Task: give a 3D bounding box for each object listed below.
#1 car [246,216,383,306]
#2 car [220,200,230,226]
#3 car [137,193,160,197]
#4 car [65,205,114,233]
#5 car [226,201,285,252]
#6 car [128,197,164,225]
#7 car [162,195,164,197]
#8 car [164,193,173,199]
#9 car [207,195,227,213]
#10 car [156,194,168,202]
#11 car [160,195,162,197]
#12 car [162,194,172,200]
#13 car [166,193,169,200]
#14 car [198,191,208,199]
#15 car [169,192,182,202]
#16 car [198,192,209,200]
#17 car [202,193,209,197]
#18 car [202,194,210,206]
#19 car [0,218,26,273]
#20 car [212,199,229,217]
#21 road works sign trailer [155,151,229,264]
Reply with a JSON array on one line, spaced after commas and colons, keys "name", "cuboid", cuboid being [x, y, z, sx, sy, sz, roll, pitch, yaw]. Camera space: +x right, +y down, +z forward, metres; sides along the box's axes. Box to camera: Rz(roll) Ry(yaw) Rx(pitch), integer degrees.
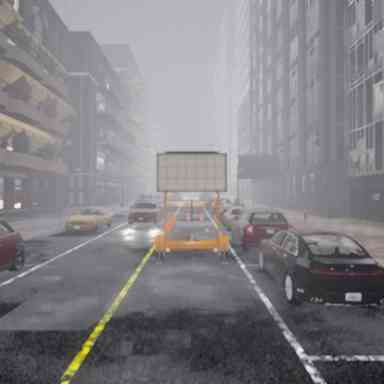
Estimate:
[{"name": "car", "cuboid": [2.700, 1.506, 7.734, 2.008, 1.369, 4.403, 1, 0, 0]}, {"name": "car", "cuboid": [2.698, 1.414, 19.207, 1.752, 1.417, 4.829, 1, 0, 0]}, {"name": "car", "cuboid": [-5.683, 1.064, 41.642, 2.192, 1.841, 5.009, 1, 0, 0]}, {"name": "car", "cuboid": [-5.682, 1.415, 18.867, 1.752, 1.417, 4.829, 1, 0, 0]}, {"name": "car", "cuboid": [2.700, 1.362, 13.386, 1.967, 1.590, 4.097, 1, 0, 0]}, {"name": "car", "cuboid": [-3.105, 1.344, 22.835, 1.882, 1.535, 5.008, 0, 0, 0]}, {"name": "car", "cuboid": [-5.688, 1.117, 52.944, 1.967, 1.590, 4.097, 1, 0, 0]}, {"name": "car", "cuboid": [-5.695, 1.019, 81.032, 1.752, 1.417, 4.829, 1, 0, 0]}, {"name": "car", "cuboid": [2.696, 1.261, 30.338, 1.967, 1.590, 4.097, 1, 0, 0]}, {"name": "car", "cuboid": [-5.692, 1.170, 64.248, 1.947, 1.339, 4.313, 1, 0, 0]}, {"name": "car", "cuboid": [-5.688, 1.239, 47.124, 1.752, 1.417, 4.829, 1, 0, 0]}, {"name": "car", "cuboid": [-5.694, 1.075, 75.552, 1.887, 1.381, 4.507, 1, 0, 0]}, {"name": "car", "cuboid": [-5.691, 1.186, 58.598, 1.887, 1.381, 4.507, 1, 0, 0]}, {"name": "car", "cuboid": [2.689, 0.808, 81.201, 2.192, 1.841, 5.009, 1, 0, 0]}, {"name": "car", "cuboid": [-3.040, 0.826, 64.423, 2.150, 2.045, 5.566, 0, 0, 1]}, {"name": "car", "cuboid": [2.691, 0.883, 69.898, 2.192, 1.841, 5.009, 1, 0, 0]}, {"name": "car", "cuboid": [2.692, 1.238, 47.465, 1.752, 1.417, 4.829, 1, 0, 0]}, {"name": "car", "cuboid": [2.693, 1.315, 41.644, 1.947, 1.339, 4.313, 1, 0, 0]}, {"name": "car", "cuboid": [-5.679, 1.395, 7.733, 1.967, 1.590, 4.097, 1, 0, 0]}, {"name": "car", "cuboid": [2.696, 1.437, 24.689, 1.802, 1.307, 4.206, 1, 0, 0]}, {"name": "road works sign trailer", "cuboid": [-0.002, 0.397, 11.491, 2.380, 3.560, 2.880, 0, 0, 0]}]
